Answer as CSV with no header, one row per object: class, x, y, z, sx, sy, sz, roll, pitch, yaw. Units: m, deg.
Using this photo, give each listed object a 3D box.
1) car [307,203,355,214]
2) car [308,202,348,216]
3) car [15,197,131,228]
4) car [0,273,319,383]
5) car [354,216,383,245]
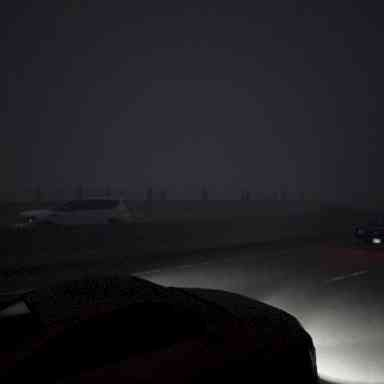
car,10.250,1.671,24.404,4.892,1.490,1.837,1,0,-36
car,14.958,1.847,36.451,4.718,1.301,1.895,1,0,-36
car,-5.886,1.268,17.027,5.566,2.045,2.150,0,0,-36
car,-0.636,1.575,3.327,4.181,1.385,1.994,0,0,-36
car,9.325,1.718,14.843,4.718,1.301,1.895,0,0,-36
